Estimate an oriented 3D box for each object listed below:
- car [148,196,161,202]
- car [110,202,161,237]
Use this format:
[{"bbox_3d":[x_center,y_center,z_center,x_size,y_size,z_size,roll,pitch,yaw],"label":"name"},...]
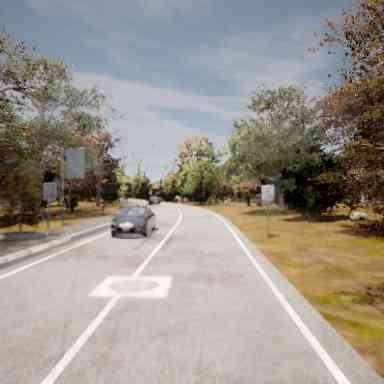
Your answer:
[{"bbox_3d":[-6.792,1.509,60.035,2.128,1.511,4.902,1,0,-13],"label":"car"},{"bbox_3d":[-3.103,1.518,18.376,2.128,1.511,4.902,0,0,2],"label":"car"}]
